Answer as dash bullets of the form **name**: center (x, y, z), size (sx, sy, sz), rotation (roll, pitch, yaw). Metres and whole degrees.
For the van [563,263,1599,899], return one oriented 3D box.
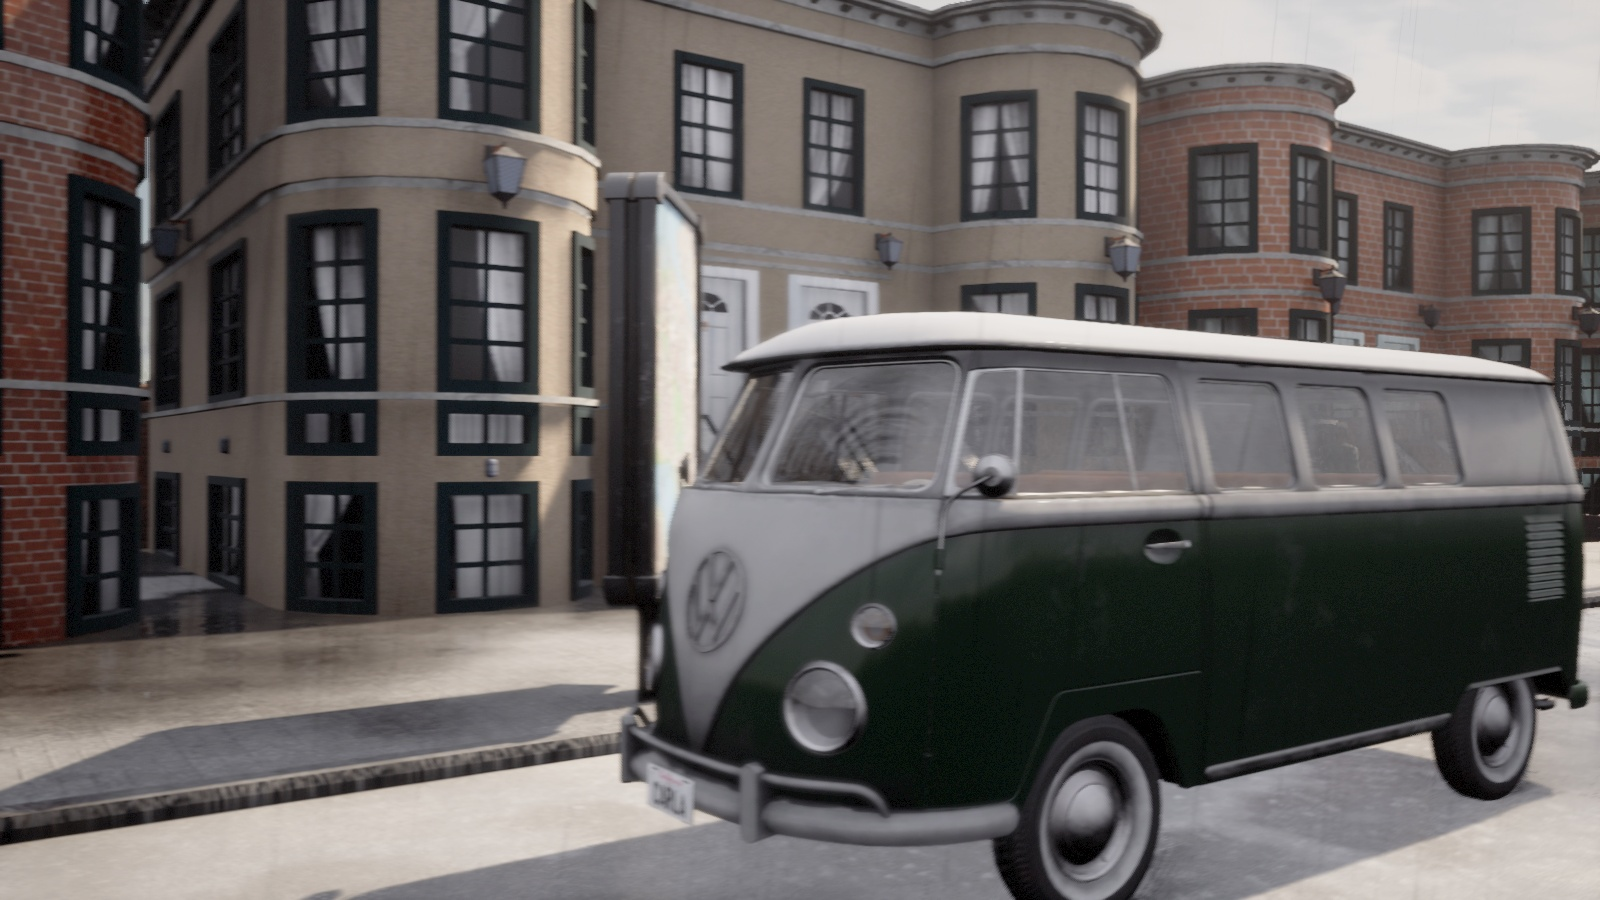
- **van**: center (1.440, 0.507, 5.271), size (4.442, 1.987, 1.775), rotation (0, 0, -35)
